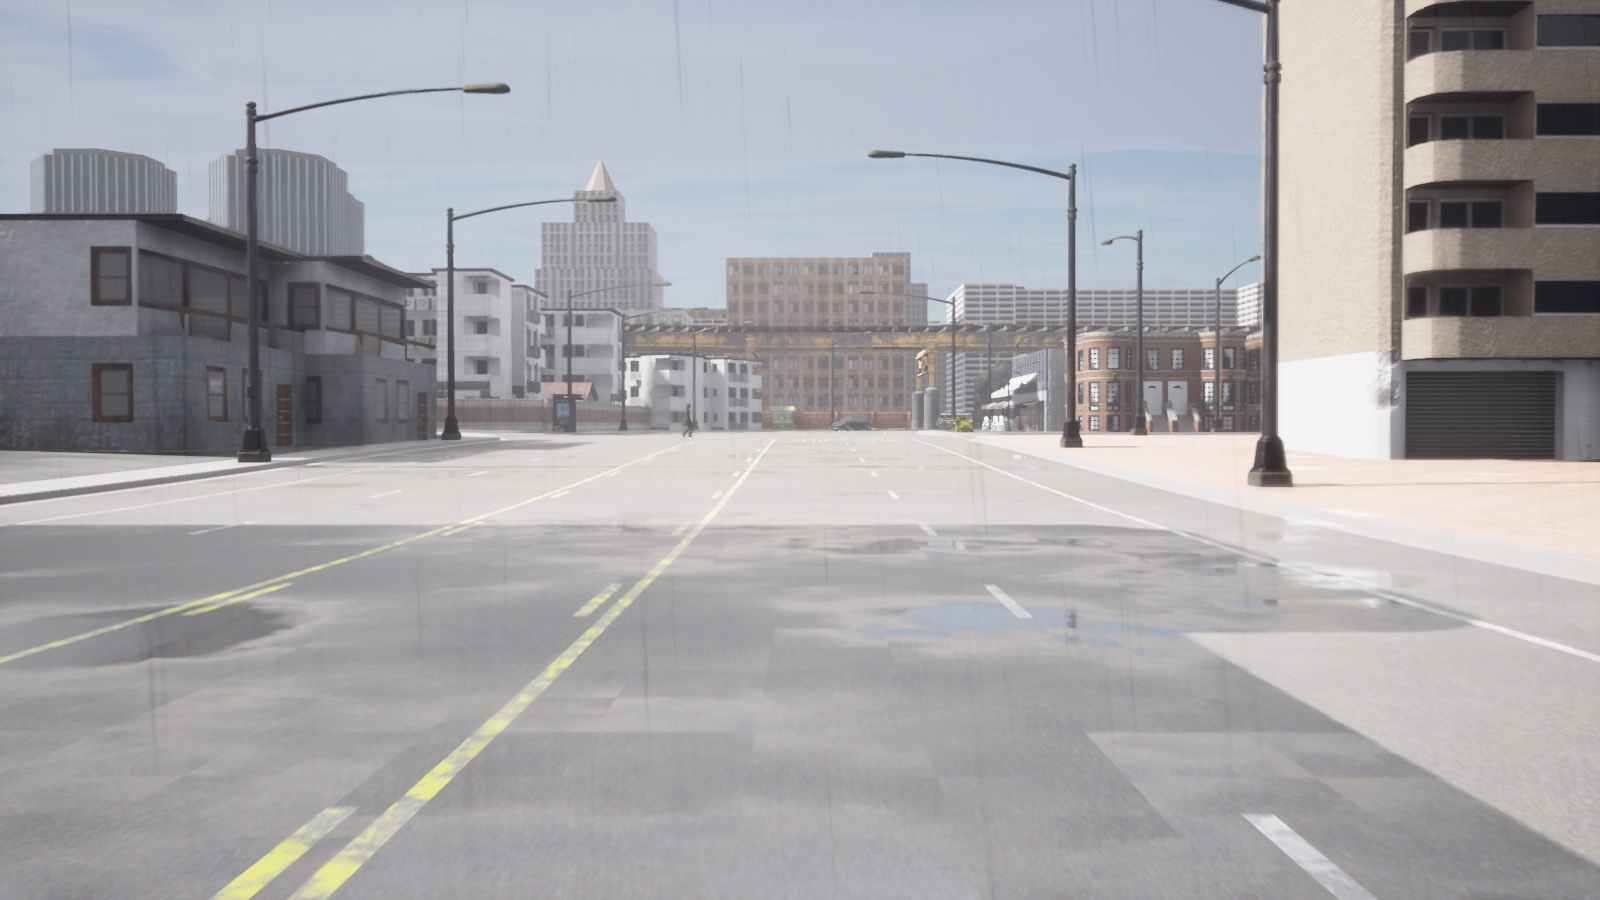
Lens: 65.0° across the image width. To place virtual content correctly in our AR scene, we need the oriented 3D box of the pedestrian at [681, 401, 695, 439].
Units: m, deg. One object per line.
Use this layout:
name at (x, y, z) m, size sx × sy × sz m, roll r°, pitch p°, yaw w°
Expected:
pedestrian at (-5.743, -1.547, 64.161) m, size 0.692 × 1.930 × 0.395 m, roll 0°, pitch 1°, yaw -3°
